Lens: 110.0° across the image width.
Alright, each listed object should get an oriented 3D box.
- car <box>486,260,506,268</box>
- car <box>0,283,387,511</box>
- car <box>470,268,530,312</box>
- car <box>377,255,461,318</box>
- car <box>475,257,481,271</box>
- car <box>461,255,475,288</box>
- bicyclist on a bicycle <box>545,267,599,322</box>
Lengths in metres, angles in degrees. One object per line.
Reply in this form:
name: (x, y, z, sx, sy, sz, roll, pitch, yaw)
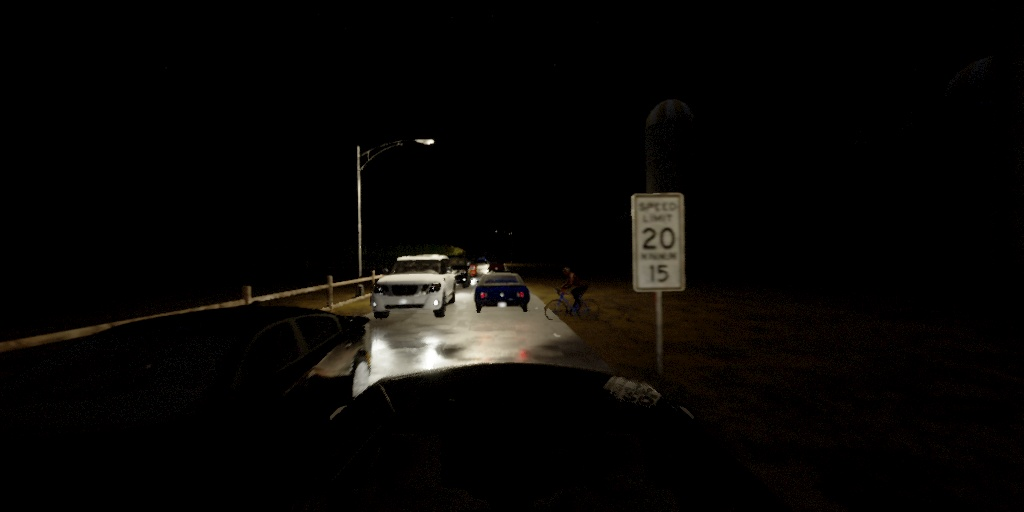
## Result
car: (-1.855, 1.212, 42.454, 1.812, 1.442, 4.674, -1, 0, -3)
car: (-2.802, 1.264, 3.199, 1.882, 1.535, 5.008, -1, 0, -4)
car: (-0.436, 1.317, 14.081, 1.895, 1.301, 4.718, -1, 0, -3)
car: (-3.354, 0.983, 13.309, 2.150, 2.045, 5.566, -1, 0, -3)
car: (-4.340, 1.080, 33.975, 2.097, 1.767, 4.553, -1, 0, -3)
car: (-3.871, 0.959, 23.665, 2.150, 2.045, 5.566, -1, 0, -3)
bicyclist on a bicycle: (1.772, 1.154, 10.586, 1.656, 1.620, 0.582, -1, 0, -3)
